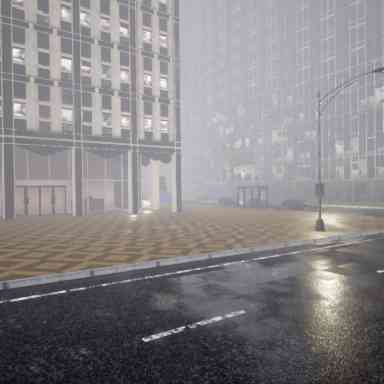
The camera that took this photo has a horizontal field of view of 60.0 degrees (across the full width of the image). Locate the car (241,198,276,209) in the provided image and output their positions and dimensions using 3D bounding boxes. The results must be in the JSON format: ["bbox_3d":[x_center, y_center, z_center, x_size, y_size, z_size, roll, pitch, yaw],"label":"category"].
[{"bbox_3d":[8.454,1.388,40.583,1.802,1.307,4.206,0,1,-34],"label":"car"}]

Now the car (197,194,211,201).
[{"bbox_3d":[2.587,1.043,64.128,1.802,1.307,4.206,0,1,-34],"label":"car"}]

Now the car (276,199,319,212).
[{"bbox_3d":[11.657,1.424,35.886,1.947,1.339,4.313,0,1,-34],"label":"car"}]

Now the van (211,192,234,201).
[{"bbox_3d":[5.804,0.855,59.439,1.690,1.788,3.998,0,1,-34],"label":"van"}]

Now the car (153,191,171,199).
[{"bbox_3d":[-7.065,0.615,78.181,2.192,1.841,5.009,0,1,-34],"label":"car"}]

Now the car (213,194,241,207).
[{"bbox_3d":[5.285,1.319,45.301,1.947,1.339,4.313,0,1,-34],"label":"car"}]

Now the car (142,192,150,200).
[{"bbox_3d":[-10.756,1.039,68.756,2.008,1.369,4.403,0,1,-34],"label":"car"}]

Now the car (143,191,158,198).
[{"bbox_3d":[-10.282,0.686,82.867,1.967,1.590,4.097,0,1,-34],"label":"car"}]

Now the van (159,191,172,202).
[{"bbox_3d":[-4.321,0.937,59.383,1.690,1.788,3.998,0,1,-34],"label":"van"}]
